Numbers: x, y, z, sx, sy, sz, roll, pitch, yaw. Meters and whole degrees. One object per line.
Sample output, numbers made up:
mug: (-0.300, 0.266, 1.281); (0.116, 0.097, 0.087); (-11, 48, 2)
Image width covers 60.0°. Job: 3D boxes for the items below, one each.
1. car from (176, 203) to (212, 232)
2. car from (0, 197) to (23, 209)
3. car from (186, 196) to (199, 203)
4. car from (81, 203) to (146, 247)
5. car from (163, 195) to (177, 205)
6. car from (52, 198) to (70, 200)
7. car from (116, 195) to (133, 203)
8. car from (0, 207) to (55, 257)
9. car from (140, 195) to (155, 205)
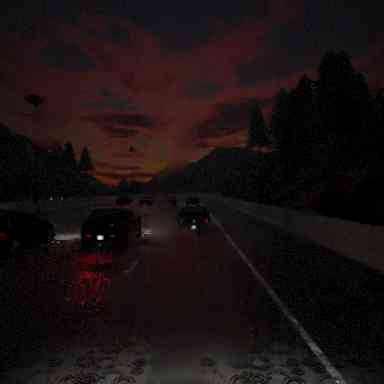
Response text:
car: (0.096, 1.512, 19.278); (1.895, 1.301, 4.718); (0, 0, 0)
car: (-24.560, 1.348, 43.473); (2.033, 1.411, 5.357); (0, 0, 1)
car: (0.095, 1.330, 51.066); (1.994, 1.385, 4.181); (0, 0, 0)
car: (-3.403, 1.436, 14.734); (1.837, 1.490, 4.892); (0, 0, 0)
car: (-3.405, 1.268, 52.092); (1.837, 1.490, 4.892); (0, 1, 0)
car: (-21.033, 1.113, 53.461); (2.097, 1.767, 4.553); (0, 0, 1)
car: (-10.405, 1.256, 51.567); (2.128, 1.511, 4.902); (0, 0, 0)
car: (-6.902, 1.447, 12.609); (1.837, 1.490, 4.892); (0, 0, 0)
car: (-6.905, 1.269, 51.799); (1.837, 1.490, 4.892); (0, 1, 0)
